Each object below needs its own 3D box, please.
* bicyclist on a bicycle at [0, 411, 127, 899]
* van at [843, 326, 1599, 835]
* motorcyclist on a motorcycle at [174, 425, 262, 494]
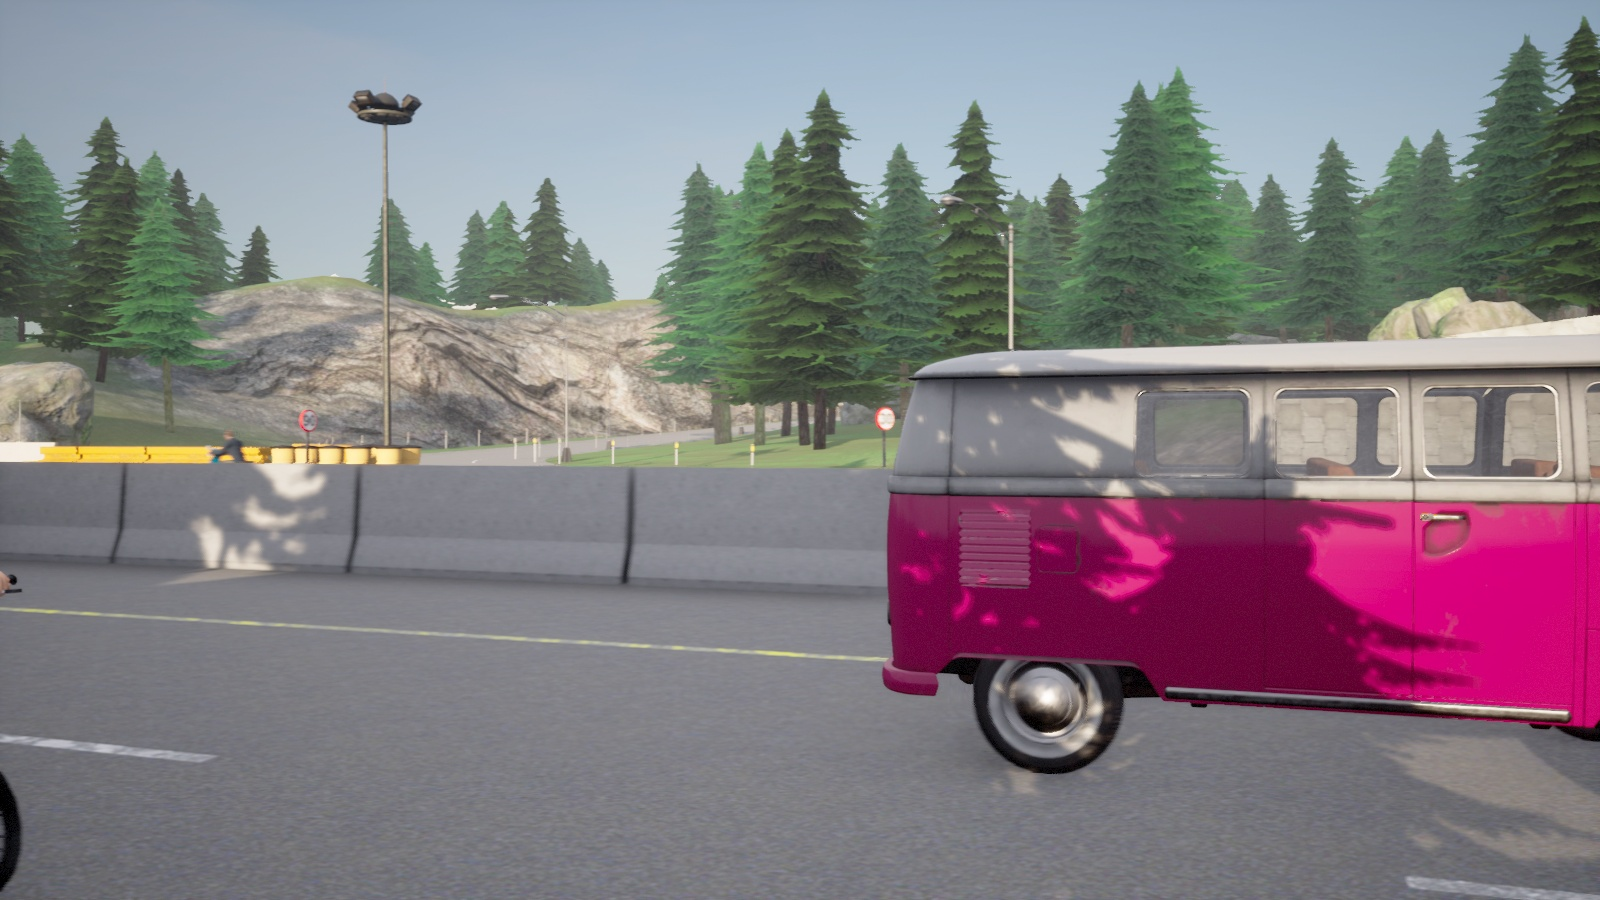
[{"bbox_3d":[-3.244,0.675,4.289,1.509,1.612,0.866,1,1,19],"label":"bicyclist on a bicycle"},{"bbox_3d":[2.591,0.494,6.010,4.442,1.987,1.775,0,1,19],"label":"van"},{"bbox_3d":[-13.909,0.212,30.027,1.817,1.590,0.866,1,1,19],"label":"motorcyclist on a motorcycle"}]
